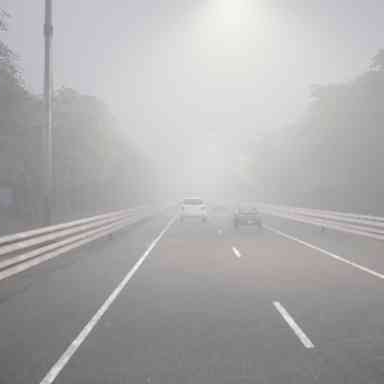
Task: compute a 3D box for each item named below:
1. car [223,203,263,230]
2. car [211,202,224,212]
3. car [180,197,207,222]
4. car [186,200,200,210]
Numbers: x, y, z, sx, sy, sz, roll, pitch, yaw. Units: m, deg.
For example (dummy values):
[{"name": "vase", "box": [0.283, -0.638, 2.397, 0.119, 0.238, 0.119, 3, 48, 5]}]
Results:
[{"name": "car", "box": [3.608, 1.707, 23.085, 2.128, 1.511, 4.902, 0, 0, 0]}, {"name": "car", "box": [3.611, 2.035, 45.325, 1.895, 1.301, 4.718, 0, -1, 0]}, {"name": "car", "box": [0.108, 1.497, 29.557, 2.150, 2.045, 5.566, 0, 0, 0]}, {"name": "car", "box": [0.113, 2.001, 52.575, 2.128, 1.511, 4.902, 0, -1, 0]}]
